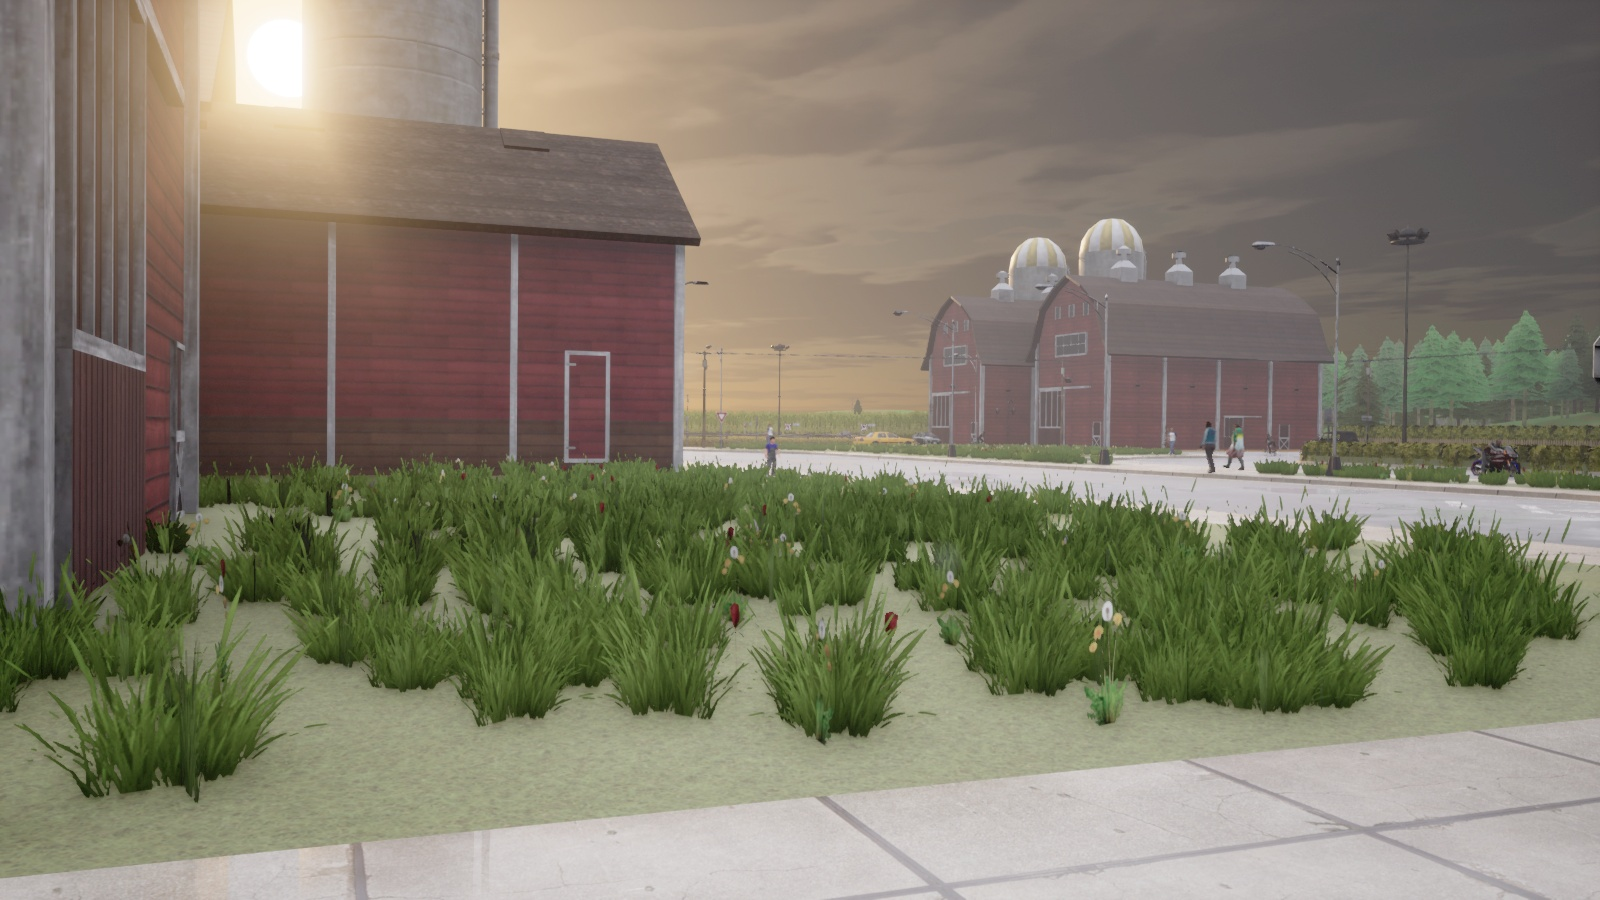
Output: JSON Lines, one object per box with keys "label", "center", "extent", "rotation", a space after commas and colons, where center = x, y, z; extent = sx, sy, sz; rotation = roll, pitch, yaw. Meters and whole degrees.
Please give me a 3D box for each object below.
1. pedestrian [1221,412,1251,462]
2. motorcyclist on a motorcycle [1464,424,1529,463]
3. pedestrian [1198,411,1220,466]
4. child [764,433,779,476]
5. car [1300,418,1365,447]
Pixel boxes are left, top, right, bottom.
{"label": "pedestrian", "center": [17.114, -0.521, 49.332], "extent": [0.659, 1.952, 0.873], "rotation": [-1, 1, -30]}
{"label": "motorcyclist on a motorcycle", "center": [27.551, -0.267, 49.711], "extent": [0.866, 1.530, 2.191], "rotation": [-1, 1, -21]}
{"label": "pedestrian", "center": [14.412, -0.418, 44.241], "extent": [0.396, 1.930, 0.692], "rotation": [-1, 1, -22]}
{"label": "child", "center": [-0.850, 0.134, 37.519], "extent": [0.270, 1.263, 0.437], "rotation": [-1, 1, -25]}
{"label": "car", "center": [36.120, -1.173, 85.225], "extent": [1.905, 1.878, 3.866], "rotation": [-1, 1, -21]}
